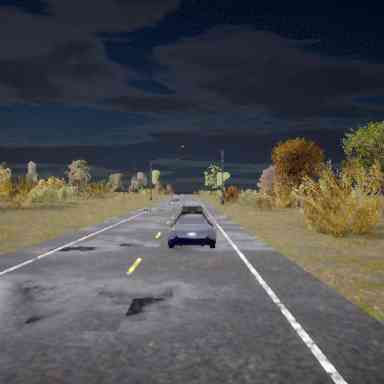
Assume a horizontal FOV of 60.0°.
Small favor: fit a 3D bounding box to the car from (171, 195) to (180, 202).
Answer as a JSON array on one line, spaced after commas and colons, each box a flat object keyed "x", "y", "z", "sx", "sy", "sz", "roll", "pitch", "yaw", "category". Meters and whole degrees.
[{"x": -3.760, "y": 1.532, "z": 75.946, "sx": 1.812, "sy": 1.442, "sz": 4.674, "roll": 0, "pitch": 0, "yaw": -3, "category": "car"}]

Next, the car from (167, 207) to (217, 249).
[{"x": 0.000, "y": 1.574, "z": 14.651, "sx": 1.994, "sy": 1.385, "sz": 4.181, "roll": 0, "pitch": 0, "yaw": 0, "category": "car"}]

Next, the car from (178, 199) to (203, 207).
[{"x": 0.000, "y": 1.494, "z": 29.651, "sx": 1.882, "sy": 1.535, "sz": 5.008, "roll": 0, "pitch": 0, "yaw": 0, "category": "car"}]
